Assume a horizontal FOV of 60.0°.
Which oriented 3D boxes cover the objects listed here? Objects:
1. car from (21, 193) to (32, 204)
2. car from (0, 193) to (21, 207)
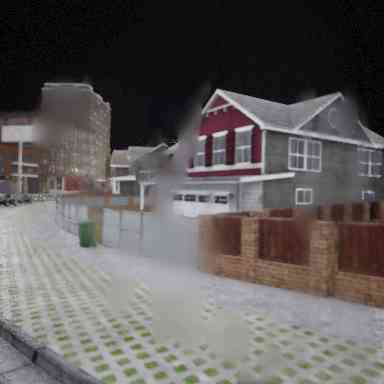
[{"bbox_3d":[-23.598,0.848,45.595,1.994,1.385,4.181,2,1,-5],"label":"car"},{"bbox_3d":[-22.513,0.952,39.719,1.837,1.490,4.892,1,1,-11],"label":"car"}]
